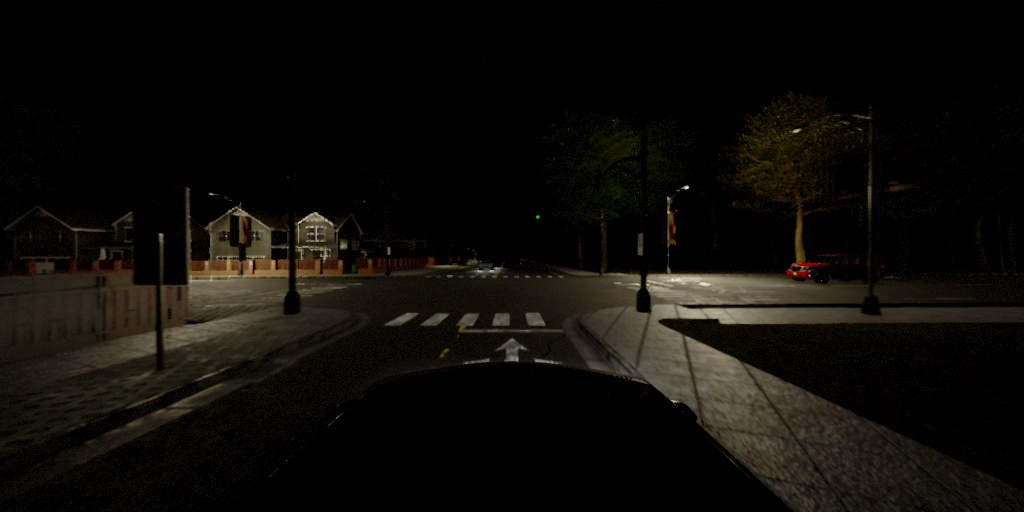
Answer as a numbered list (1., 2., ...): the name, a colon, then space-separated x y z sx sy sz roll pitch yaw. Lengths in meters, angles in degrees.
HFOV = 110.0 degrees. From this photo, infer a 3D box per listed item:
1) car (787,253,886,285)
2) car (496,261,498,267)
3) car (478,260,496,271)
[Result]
1. car: 22.215 0.851 24.667 5.566 2.045 2.150 0 1 0
2. car: -3.622 1.361 65.075 1.895 1.301 4.718 0 0 0
3. car: -3.510 1.284 49.589 1.812 1.442 4.674 0 0 0
